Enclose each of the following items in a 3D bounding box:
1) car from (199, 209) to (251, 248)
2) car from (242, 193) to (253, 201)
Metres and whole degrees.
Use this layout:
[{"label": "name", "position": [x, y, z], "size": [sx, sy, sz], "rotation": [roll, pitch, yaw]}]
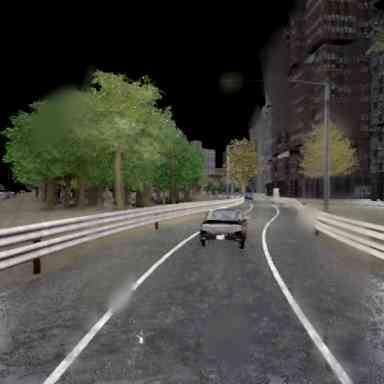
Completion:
[{"label": "car", "position": [1.545, 1.498, 14.952], "size": [2.128, 1.511, 4.902], "rotation": [0, 0, 11]}, {"label": "car", "position": [13.733, 1.185, 82.902], "size": [2.150, 2.045, 5.566], "rotation": [0, 0, -2]}]
